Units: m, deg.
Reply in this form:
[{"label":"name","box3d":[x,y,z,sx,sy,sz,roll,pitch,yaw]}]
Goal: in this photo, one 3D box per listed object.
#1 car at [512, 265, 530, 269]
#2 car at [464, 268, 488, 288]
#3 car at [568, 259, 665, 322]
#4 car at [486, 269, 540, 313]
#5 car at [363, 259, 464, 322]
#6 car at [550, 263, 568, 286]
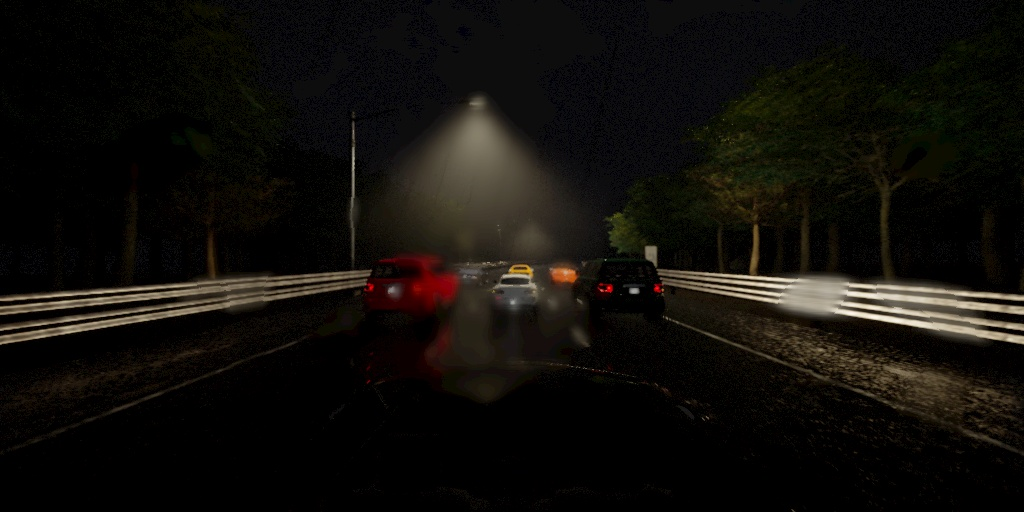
[{"label":"car","box3d":[0.777,1.519,30.113,1.882,1.535,5.008,0,0,4]},{"label":"car","box3d":[-2.944,1.569,26.940,2.033,1.411,5.357,0,0,4]},{"label":"car","box3d":[3.609,1.114,13.043,2.150,2.045,5.566,0,0,2]},{"label":"car","box3d":[0.165,1.437,14.878,1.812,1.442,4.674,0,0,2]},{"label":"car","box3d":[-3.392,1.118,13.109,2.150,2.045,5.566,0,0,2]},{"label":"car","box3d":[4.195,1.377,28.759,2.097,1.767,4.553,0,0,4]}]
